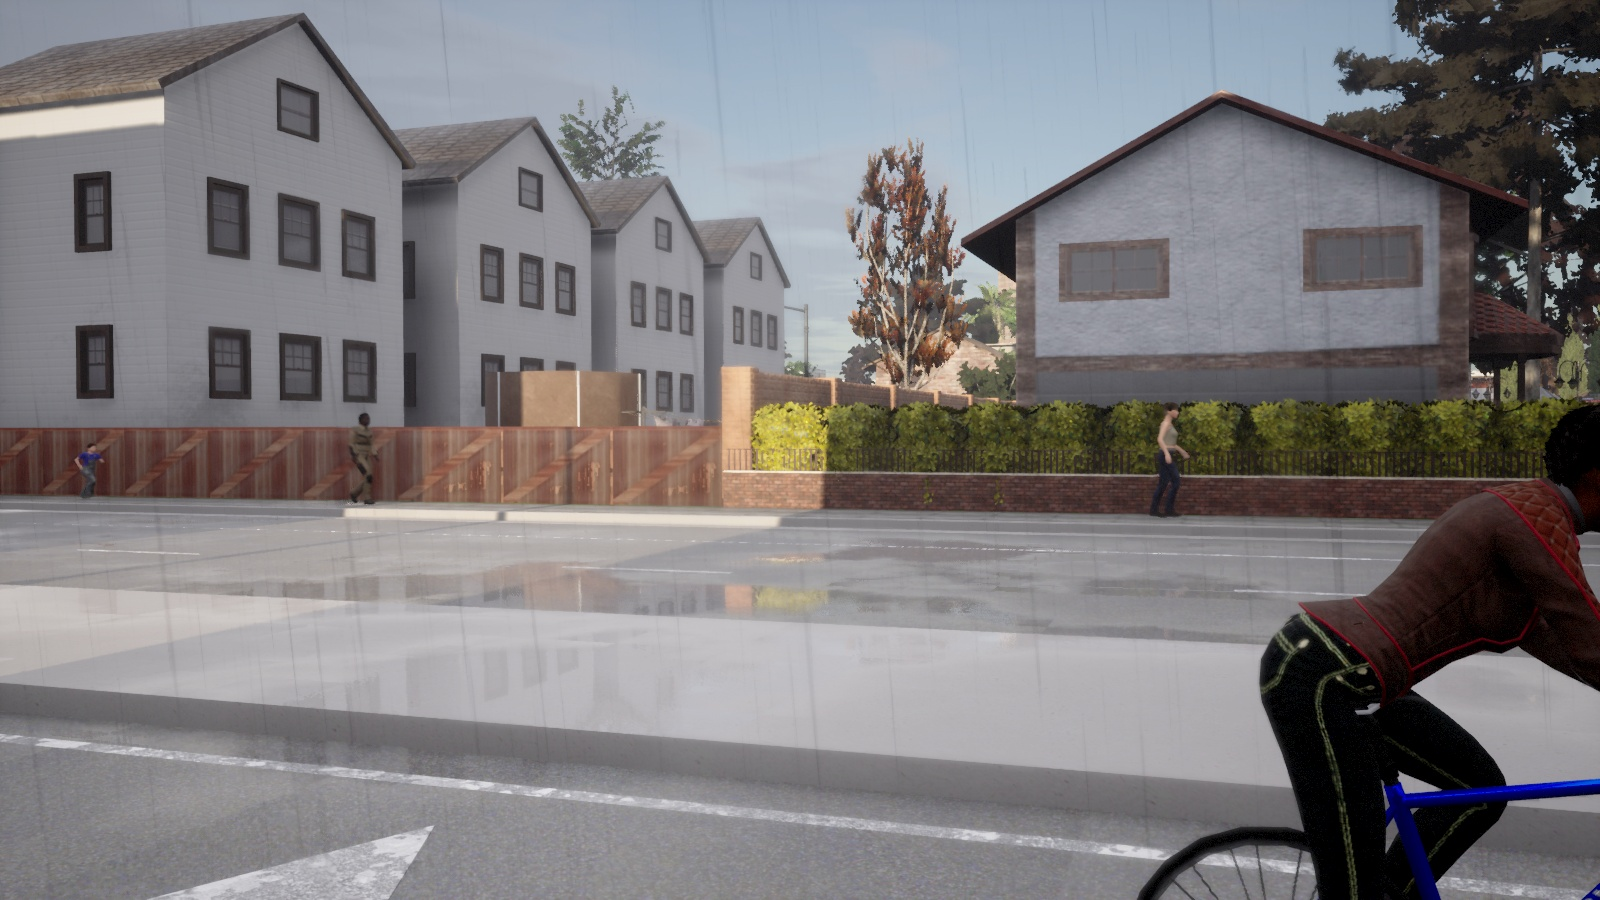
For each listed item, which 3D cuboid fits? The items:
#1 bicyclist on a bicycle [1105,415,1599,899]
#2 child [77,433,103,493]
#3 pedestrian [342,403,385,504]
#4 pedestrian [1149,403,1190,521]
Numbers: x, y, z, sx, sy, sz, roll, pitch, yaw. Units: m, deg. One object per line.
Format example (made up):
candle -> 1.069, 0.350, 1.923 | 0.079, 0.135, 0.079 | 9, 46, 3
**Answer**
bicyclist on a bicycle -> 1.527, 0.742, 2.678 | 1.656, 1.620, 0.582 | 1, 1, 19
child -> -15.192, 0.274, 26.870 | 0.437, 1.263, 0.270 | 1, 1, 19
pedestrian -> -8.427, 0.062, 24.226 | 0.692, 1.930, 0.396 | 1, 1, 21
pedestrian -> 5.815, 0.187, 19.769 | 0.594, 1.836, 0.345 | 1, 1, 20
